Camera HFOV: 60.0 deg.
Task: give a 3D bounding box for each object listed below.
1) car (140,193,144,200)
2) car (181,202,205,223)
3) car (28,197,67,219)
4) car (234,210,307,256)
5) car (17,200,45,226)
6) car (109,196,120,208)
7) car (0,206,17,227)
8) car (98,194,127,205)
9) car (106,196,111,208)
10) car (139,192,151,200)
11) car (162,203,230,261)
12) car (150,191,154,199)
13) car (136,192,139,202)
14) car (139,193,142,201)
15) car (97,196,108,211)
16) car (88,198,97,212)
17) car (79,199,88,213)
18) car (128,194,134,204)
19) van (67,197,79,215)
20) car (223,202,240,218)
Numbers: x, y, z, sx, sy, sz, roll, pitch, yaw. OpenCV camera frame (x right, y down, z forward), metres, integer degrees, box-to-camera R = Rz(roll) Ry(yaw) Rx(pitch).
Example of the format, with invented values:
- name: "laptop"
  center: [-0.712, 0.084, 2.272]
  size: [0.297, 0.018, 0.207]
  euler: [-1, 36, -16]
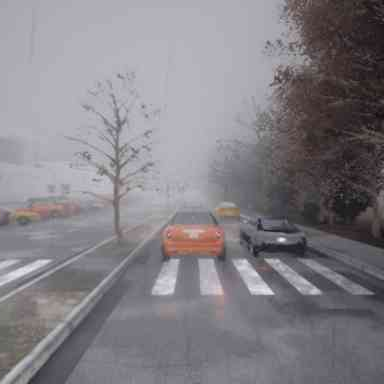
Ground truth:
- name: "car"
  center: [-13.808, 1.535, 74.452]
  size: [4.792, 1.488, 2.163]
  euler: [-1, 0, -20]
- name: "car"
  center: [0.078, 1.665, 27.992]
  size: [1.837, 1.490, 4.892]
  euler: [0, 0, 0]
- name: "car"
  center: [-13.844, 1.538, 29.665]
  size: [4.553, 1.767, 2.185]
  euler: [-1, 0, -20]
- name: "car"
  center: [3.077, 1.619, 13.378]
  size: [1.994, 1.385, 4.181]
  euler: [0, 0, 0]
- name: "car"
  center: [-13.703, 1.618, 23.755]
  size: [5.366, 1.575, 1.946]
  euler: [-1, -1, -20]
- name: "car"
  center: [-13.850, 1.709, 50.551]
  size: [4.674, 1.452, 2.002]
  euler: [-1, 1, -20]
- name: "car"
  center: [-13.905, 1.630, 20.693]
  size: [4.792, 1.488, 2.163]
  euler: [-1, 0, -20]
- name: "car"
  center: [-13.881, 1.403, 53.520]
  size: [5.566, 2.045, 2.435]
  euler: [-1, 1, -20]
- name: "car"
  center: [-13.831, 1.721, 44.594]
  size: [4.792, 1.488, 2.163]
  euler: [-1, 0, -20]
- name: "car"
  center: [-13.798, 1.450, 86.458]
  size: [4.792, 1.488, 2.163]
  euler: [-1, 0, -20]
- name: "car"
  center: [0.072, 1.402, 12.609]
  size: [2.097, 1.767, 4.553]
  euler: [0, 0, 0]
- name: "car"
  center: [-13.991, 1.375, 92.381]
  size: [5.366, 1.575, 1.946]
  euler: [-1, 1, -20]
- name: "car"
  center: [-13.811, 1.423, 68.460]
  size: [4.553, 1.767, 2.185]
  euler: [-1, 1, -20]
- name: "car"
  center: [-13.832, 1.568, 71.434]
  size: [4.674, 1.452, 2.002]
  euler: [-1, 1, -20]
- name: "car"
  center: [-13.689, 1.690, 41.666]
  size: [5.366, 1.575, 1.946]
  euler: [-1, 0, -20]
- name: "car"
  center: [-13.890, 1.727, 38.597]
  size: [4.792, 1.488, 2.163]
  euler: [-1, 0, -20]
- name: "car"
  center: [-13.861, 1.729, 35.625]
  size: [4.674, 1.452, 2.002]
  euler: [-1, 0, -20]
- name: "car"
  center: [-13.825, 1.361, 59.516]
  size: [5.566, 2.045, 2.435]
  euler: [-1, 0, -20]
- name: "van"
  center: [-13.764, 1.453, 32.693]
  size: [4.442, 1.987, 1.878]
  euler: [-1, -1, -20]
- name: "car"
  center: [3.086, 1.645, 29.486]
  size: [1.882, 1.535, 5.008]
  euler: [0, 0, 0]
